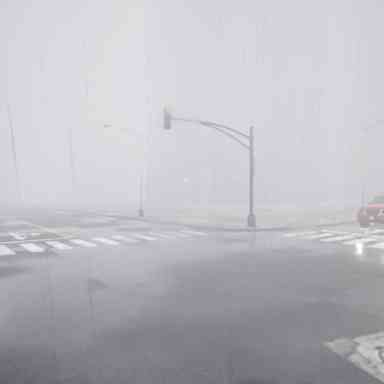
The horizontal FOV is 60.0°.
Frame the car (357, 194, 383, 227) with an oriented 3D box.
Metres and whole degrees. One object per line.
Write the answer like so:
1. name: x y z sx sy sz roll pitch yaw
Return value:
1. car: 12.497 1.120 20.578 5.566 2.045 2.150 0 0 -35
